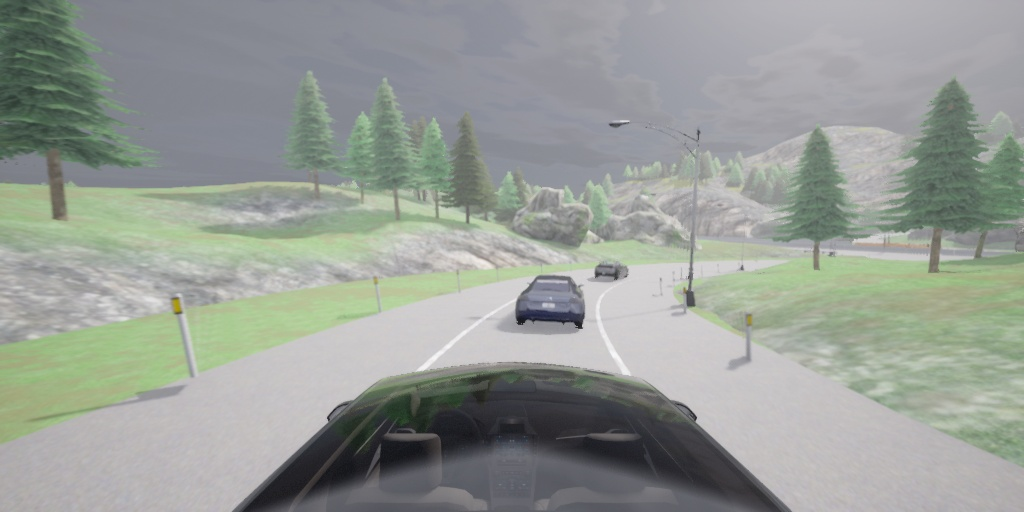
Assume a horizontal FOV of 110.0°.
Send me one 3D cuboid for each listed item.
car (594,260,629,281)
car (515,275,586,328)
[{"bbox_3d":[8.256,1.112,29.468,2.128,1.511,4.902,4,2,30],"label":"car"},{"bbox_3d":[1.364,1.303,11.636,1.994,1.385,4.181,1,0,11],"label":"car"}]
